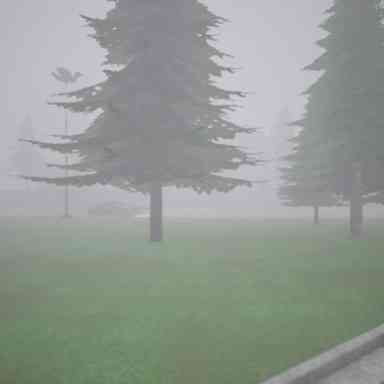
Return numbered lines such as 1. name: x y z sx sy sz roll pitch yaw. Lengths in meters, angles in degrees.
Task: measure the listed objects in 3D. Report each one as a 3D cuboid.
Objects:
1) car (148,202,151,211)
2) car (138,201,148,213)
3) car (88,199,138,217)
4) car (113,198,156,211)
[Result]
1. car: -7.247 1.628 38.048 5.357 1.411 2.033 0 0 2
2. car: -7.392 1.578 34.551 4.892 1.490 1.837 0 0 2
3. car: -7.537 1.620 31.054 4.181 1.385 1.994 0 0 2
4. car: -7.103 1.544 41.545 4.902 1.511 2.128 0 0 2
